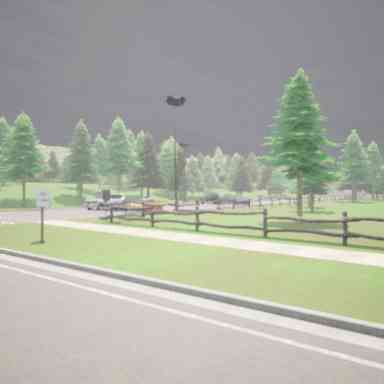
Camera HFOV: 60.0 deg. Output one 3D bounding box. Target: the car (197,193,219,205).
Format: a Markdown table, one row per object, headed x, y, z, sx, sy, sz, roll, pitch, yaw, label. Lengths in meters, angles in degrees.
| x | y | z | sx | sy | sz | roll | pitch | yaw | label |
| --- | --- | --- | --- | --- | --- | --- | --- | --- | --- |
| 3.182 | 1.221 | 60.689 | 2.150 | 2.045 | 5.566 | 0 | 0 | 36 | car |

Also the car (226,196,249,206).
| x | y | z | sx | sy | sz | roll | pitch | yaw | label |
| --- | --- | --- | --- | --- | --- | --- | --- | --- | --- |
| 8.045 | 1.523 | 55.480 | 1.812 | 1.442 | 4.674 | 0 | 0 | 36 | car |

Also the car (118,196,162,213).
| x | y | z | sx | sy | sz | roll | pitch | yaw | label |
| --- | --- | --- | --- | --- | --- | --- | --- | --- | --- |
| -5.356 | 1.474 | 36.495 | 1.882 | 1.535 | 5.008 | 0 | 0 | 35 | car |

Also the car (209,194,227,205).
| x | y | z | sx | sy | sz | roll | pitch | yaw | label |
| --- | --- | --- | --- | --- | --- | --- | --- | --- | --- |
| 5.399 | 1.503 | 57.798 | 1.837 | 1.490 | 4.892 | 0 | 0 | 36 | car |

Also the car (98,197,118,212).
| x | y | z | sx | sy | sz | roll | pitch | yaw | label |
| --- | --- | --- | --- | --- | --- | --- | --- | --- | --- |
| -8.245 | 1.560 | 38.467 | 1.994 | 1.385 | 4.181 | 0 | 0 | 35 | car |

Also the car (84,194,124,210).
| x | y | z | sx | sy | sz | roll | pitch | yaw | label |
| --- | --- | --- | --- | --- | --- | --- | --- | --- | --- |
| -10.613 | 1.218 | 41.180 | 2.150 | 2.045 | 5.566 | 0 | 0 | 35 | car |
